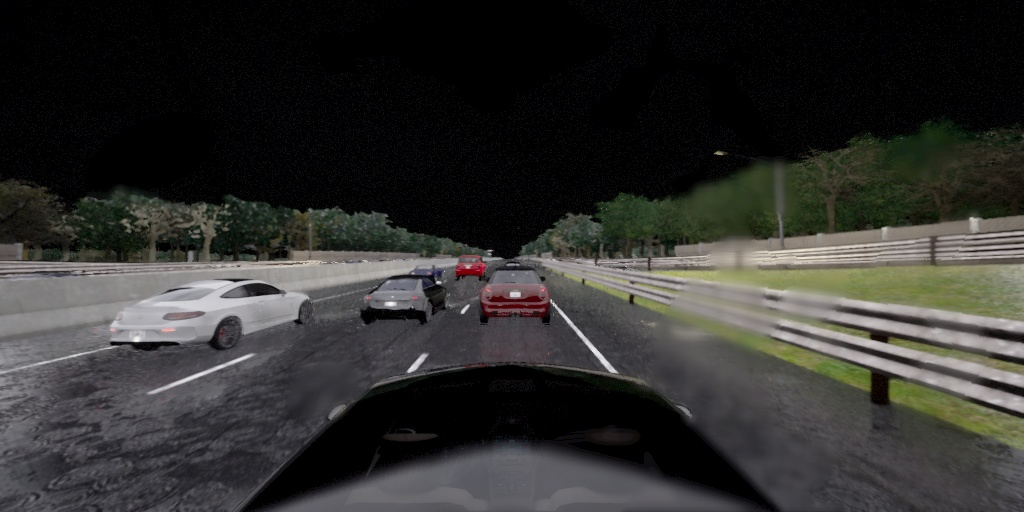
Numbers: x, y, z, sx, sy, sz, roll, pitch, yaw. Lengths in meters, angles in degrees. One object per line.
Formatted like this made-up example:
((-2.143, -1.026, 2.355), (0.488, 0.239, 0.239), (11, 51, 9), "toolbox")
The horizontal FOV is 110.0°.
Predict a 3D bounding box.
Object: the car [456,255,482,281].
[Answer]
((-3.423, 0.971, 30.586), (2.150, 2.045, 5.566), (0, 0, 0), "car")

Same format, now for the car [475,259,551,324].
((0.091, 1.105, 12.189), (2.097, 1.767, 4.553), (0, 0, 0), "car")

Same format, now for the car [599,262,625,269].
((14.375, 1.182, 51.563), (1.994, 1.385, 4.181), (0, -1, -19), "car")

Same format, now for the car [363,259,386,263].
((-21.043, 1.301, 56.298), (1.837, 1.490, 4.892), (0, 0, 0), "car")

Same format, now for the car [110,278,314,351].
((-6.906, 1.278, 8.913), (1.812, 1.442, 4.674), (0, 0, 0), "car")

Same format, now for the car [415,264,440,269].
((-6.923, 1.351, 29.605), (1.895, 1.301, 4.718), (0, 0, 0), "car")

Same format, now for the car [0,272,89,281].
((-17.609, 1.317, 13.376), (1.994, 1.385, 4.181), (0, 0, 0), "car")

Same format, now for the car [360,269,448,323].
((-3.409, 1.317, 12.070), (1.994, 1.385, 4.181), (0, 0, 0), "car")

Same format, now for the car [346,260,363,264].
((-24.545, 1.318, 56.200), (1.994, 1.385, 4.181), (0, 0, 0), "car")
